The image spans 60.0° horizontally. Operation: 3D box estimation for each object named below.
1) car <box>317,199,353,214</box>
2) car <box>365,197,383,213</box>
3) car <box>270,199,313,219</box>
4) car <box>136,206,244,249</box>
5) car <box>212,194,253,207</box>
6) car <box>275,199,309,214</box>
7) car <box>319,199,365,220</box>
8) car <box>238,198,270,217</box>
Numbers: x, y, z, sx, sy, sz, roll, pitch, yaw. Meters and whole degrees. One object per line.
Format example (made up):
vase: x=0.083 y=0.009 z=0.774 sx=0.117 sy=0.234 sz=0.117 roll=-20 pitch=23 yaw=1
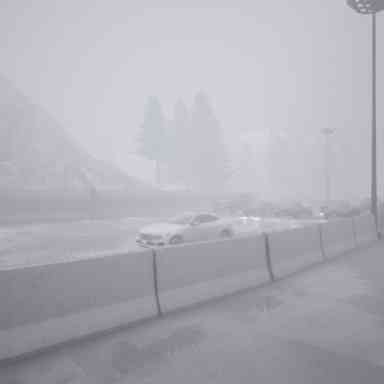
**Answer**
car: x=15.808 y=1.532 z=36.642 sx=2.033 sy=1.411 sz=5.357 roll=0 pitch=0 yaw=42
car: x=18.937 y=1.336 z=34.890 sx=2.097 sy=1.767 sz=4.553 roll=0 pitch=0 yaw=42
car: x=8.958 y=1.515 z=28.870 sx=1.812 sy=1.442 sz=4.674 roll=0 pitch=0 yaw=42
car: x=-0.107 y=1.522 z=13.662 sx=1.812 sy=1.442 sz=4.674 roll=0 pitch=0 yaw=44
car: x=4.394 y=1.213 z=34.261 sx=2.150 sy=2.045 sz=5.566 roll=0 pitch=0 yaw=42
car: x=11.064 y=1.512 z=36.602 sx=1.812 sy=1.442 sz=4.674 roll=0 pitch=0 yaw=42
car: x=12.591 y=1.514 z=27.676 sx=1.812 sy=1.442 sz=4.674 roll=0 pitch=0 yaw=42
car: x=6.596 y=1.554 z=31.474 sx=1.994 sy=1.385 sz=4.181 roll=0 pitch=0 yaw=42
